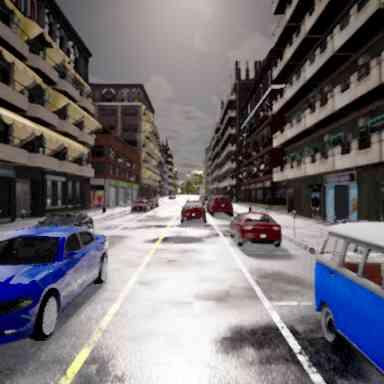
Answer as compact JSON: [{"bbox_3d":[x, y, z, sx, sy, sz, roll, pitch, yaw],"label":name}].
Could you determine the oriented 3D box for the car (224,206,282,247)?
[{"bbox_3d":[2.708,1.538,14.865,1.887,1.381,4.507,1,0,0],"label":"car"}]

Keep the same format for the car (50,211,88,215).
[{"bbox_3d":[-5.673,1.558,14.909,1.947,1.339,4.313,1,0,0],"label":"car"}]

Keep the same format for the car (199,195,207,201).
[{"bbox_3d":[2.736,1.492,81.889,1.752,1.417,4.829,1,0,0],"label":"car"}]

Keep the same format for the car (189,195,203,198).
[{"bbox_3d":[0.120,1.473,44.759,2.128,1.511,4.902,0,0,0],"label":"car"}]

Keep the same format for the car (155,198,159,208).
[{"bbox_3d":[-5.661,1.562,42.764,1.802,1.307,4.206,1,0,0],"label":"car"}]

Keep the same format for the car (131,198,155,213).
[{"bbox_3d":[-5.663,1.527,37.194,1.887,1.381,4.507,1,0,0],"label":"car"}]

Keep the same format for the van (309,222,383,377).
[{"bbox_3d":[2.705,1.340,3.724,1.690,1.788,3.998,1,0,0],"label":"van"}]

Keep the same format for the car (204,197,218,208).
[{"bbox_3d":[2.722,1.504,48.462,1.752,1.417,4.829,1,0,0],"label":"car"}]

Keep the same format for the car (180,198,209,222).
[{"bbox_3d":[0.111,1.465,26.011,1.882,1.535,5.008,0,0,0],"label":"car"}]

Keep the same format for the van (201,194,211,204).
[{"bbox_3d":[2.732,1.314,65.005,1.690,1.788,3.998,1,0,0],"label":"van"}]

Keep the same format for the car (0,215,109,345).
[{"bbox_3d":[-3.088,1.474,6.725,1.882,1.535,5.008,0,0,0],"label":"car"}]

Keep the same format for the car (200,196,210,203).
[{"bbox_3d":[2.731,1.521,70.577,2.008,1.369,4.403,1,0,0],"label":"car"}]

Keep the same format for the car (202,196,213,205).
[{"bbox_3d":[2.726,1.519,59.435,1.887,1.381,4.507,1,0,0],"label":"car"}]

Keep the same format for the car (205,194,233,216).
[{"bbox_3d":[2.718,1.301,31.579,2.192,1.841,5.009,1,0,0],"label":"car"}]

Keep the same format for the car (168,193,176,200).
[{"bbox_3d":[-5.640,1.528,92.905,1.947,1.339,4.313,1,0,0],"label":"car"}]

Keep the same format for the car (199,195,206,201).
[{"bbox_3d":[2.738,1.547,87.291,1.802,1.307,4.206,1,0,0],"label":"car"}]

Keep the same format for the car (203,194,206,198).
[{"bbox_3d":[2.720,1.298,37.149,2.192,1.841,5.009,1,0,0],"label":"car"}]
